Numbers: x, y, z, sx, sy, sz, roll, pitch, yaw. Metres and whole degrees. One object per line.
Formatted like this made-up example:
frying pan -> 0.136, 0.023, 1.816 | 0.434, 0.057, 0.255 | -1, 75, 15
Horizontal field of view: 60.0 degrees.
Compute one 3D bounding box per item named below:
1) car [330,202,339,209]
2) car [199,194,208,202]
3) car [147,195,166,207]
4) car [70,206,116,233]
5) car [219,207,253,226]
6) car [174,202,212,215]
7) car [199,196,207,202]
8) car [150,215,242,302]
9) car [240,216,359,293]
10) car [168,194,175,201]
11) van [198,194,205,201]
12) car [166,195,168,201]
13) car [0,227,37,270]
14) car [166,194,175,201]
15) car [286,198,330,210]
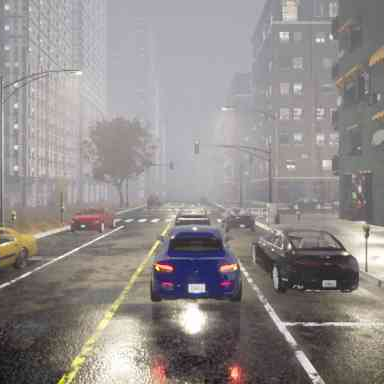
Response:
car -> 18.739, 1.270, 39.228 | 4.829, 1.417, 1.752 | -1, 1, -1
car -> 2.528, 1.651, 74.210 | 1.947, 1.339, 4.313 | 0, 0, 0
car -> -5.804, 1.364, 52.101 | 2.192, 1.841, 5.009 | 0, 0, 0
car -> -5.731, 1.555, 19.713 | 1.887, 1.381, 4.507 | 0, 0, 0
car -> 2.649, 1.561, 19.731 | 2.008, 1.369, 4.403 | 0, 0, 0
car -> 0.041, 1.501, 18.247 | 2.128, 1.511, 4.902 | 0, 0, 0
car -> 2.515, 1.622, 79.903 | 1.752, 1.417, 4.829 | 0, 0, 0
car -> 0.076, 1.529, 8.144 | 1.812, 1.442, 4.674 | 0, 0, 0
car -> 2.674, 1.554, 8.665 | 2.008, 1.369, 4.403 | 0, 0, 0
car -> -5.878, 1.674, 85.238 | 1.947, 1.339, 4.313 | 0, 0, 0
van -> 2.502, 1.449, 85.257 | 1.690, 1.788, 3.998 | 0, 0, 0
car -> -5.816, 1.624, 57.624 | 1.947, 1.339, 4.313 | 0, 0, 0
car -> -5.706, 1.529, 8.477 | 1.752, 1.417, 4.829 | 0, 0, 0
car -> -5.891, 1.436, 90.761 | 2.192, 1.841, 5.009 | 0, 0, 0
car -> 13.342, 1.371, 39.161 | 4.403, 1.369, 2.008 | -1, 1, -1
